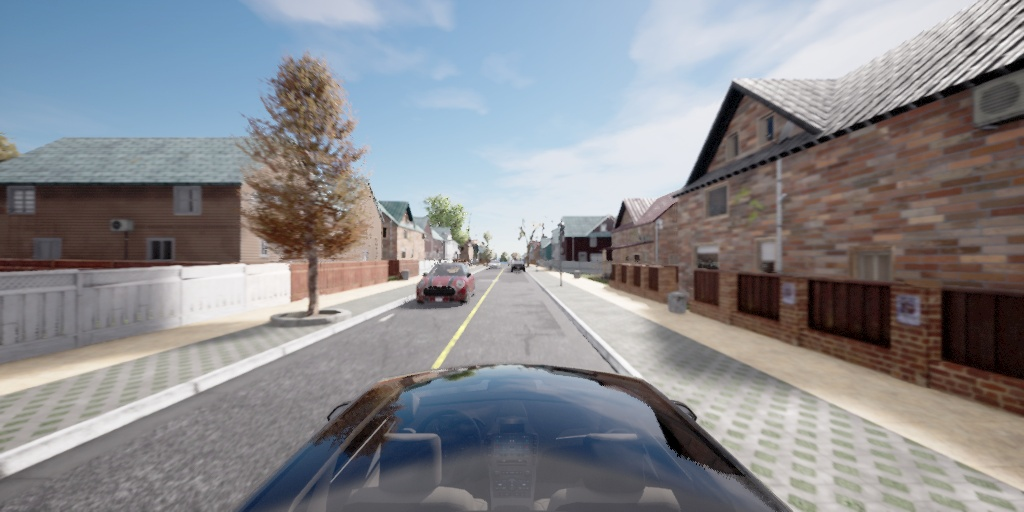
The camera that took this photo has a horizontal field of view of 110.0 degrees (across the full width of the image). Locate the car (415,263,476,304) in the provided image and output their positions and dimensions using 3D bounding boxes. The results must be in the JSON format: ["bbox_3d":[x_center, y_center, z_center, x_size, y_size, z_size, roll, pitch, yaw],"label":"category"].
[{"bbox_3d":[-2.855,1.116,16.243,2.097,1.767,4.553,0,0,0],"label":"car"}]

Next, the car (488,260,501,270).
[{"bbox_3d":[-2.817,1.437,58.330,1.812,1.442,4.674,0,0,0],"label":"car"}]

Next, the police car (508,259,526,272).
[{"bbox_3d":[0.805,1.289,47.713,1.930,1.638,5.238,0,0,0],"label":"police car"}]
